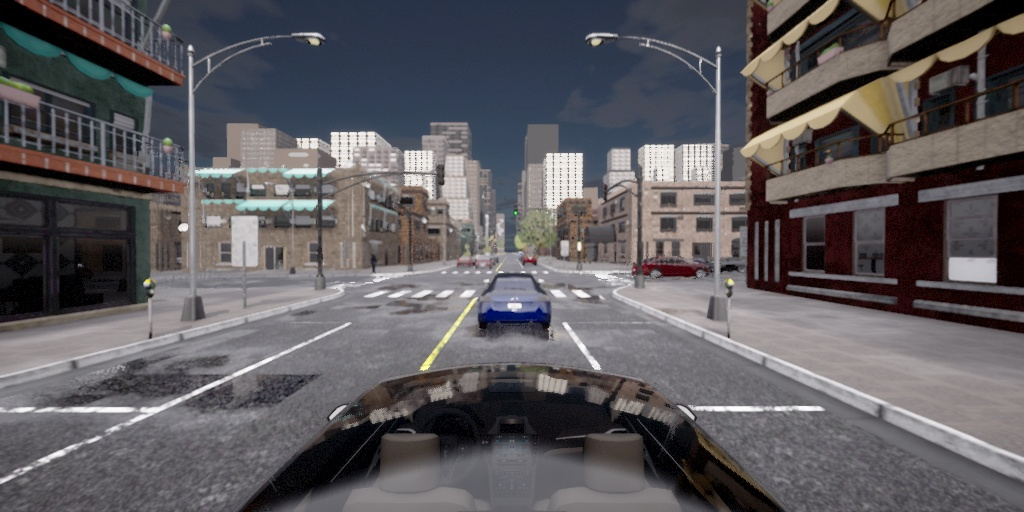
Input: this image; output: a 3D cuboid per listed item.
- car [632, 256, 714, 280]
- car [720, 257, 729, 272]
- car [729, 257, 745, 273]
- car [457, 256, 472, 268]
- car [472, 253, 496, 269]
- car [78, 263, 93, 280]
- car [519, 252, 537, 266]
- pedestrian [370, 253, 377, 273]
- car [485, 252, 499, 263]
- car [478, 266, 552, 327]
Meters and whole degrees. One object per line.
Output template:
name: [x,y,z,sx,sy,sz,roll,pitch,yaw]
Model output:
car: [10.675,0.775,24.184,5.008,1.535,1.882,-1,0,-3]
car: [13.462,0.832,27.336,4.718,1.301,1.895,-1,1,-1]
car: [17.387,0.723,29.955,4.313,1.339,1.948,0,0,0]
car: [-5.948,0.711,45.538,1.888,1.381,4.507,0,0,0]
car: [-3.243,0.736,42.024,1.812,1.442,4.674,0,1,0]
car: [-37.613,1.247,29.739,4.097,1.591,1.967,0,0,0]
car: [2.498,0.410,51.092,2.192,1.841,5.009,0,0,0]
pedestrian: [-12.632,0.617,32.758,0.375,1.860,0.375,0,1,0]
car: [-3.273,0.584,51.313,2.128,1.511,4.902,0,1,0]
car: [0.063,1.188,10.949,1.994,1.385,4.181,0,1,0]
